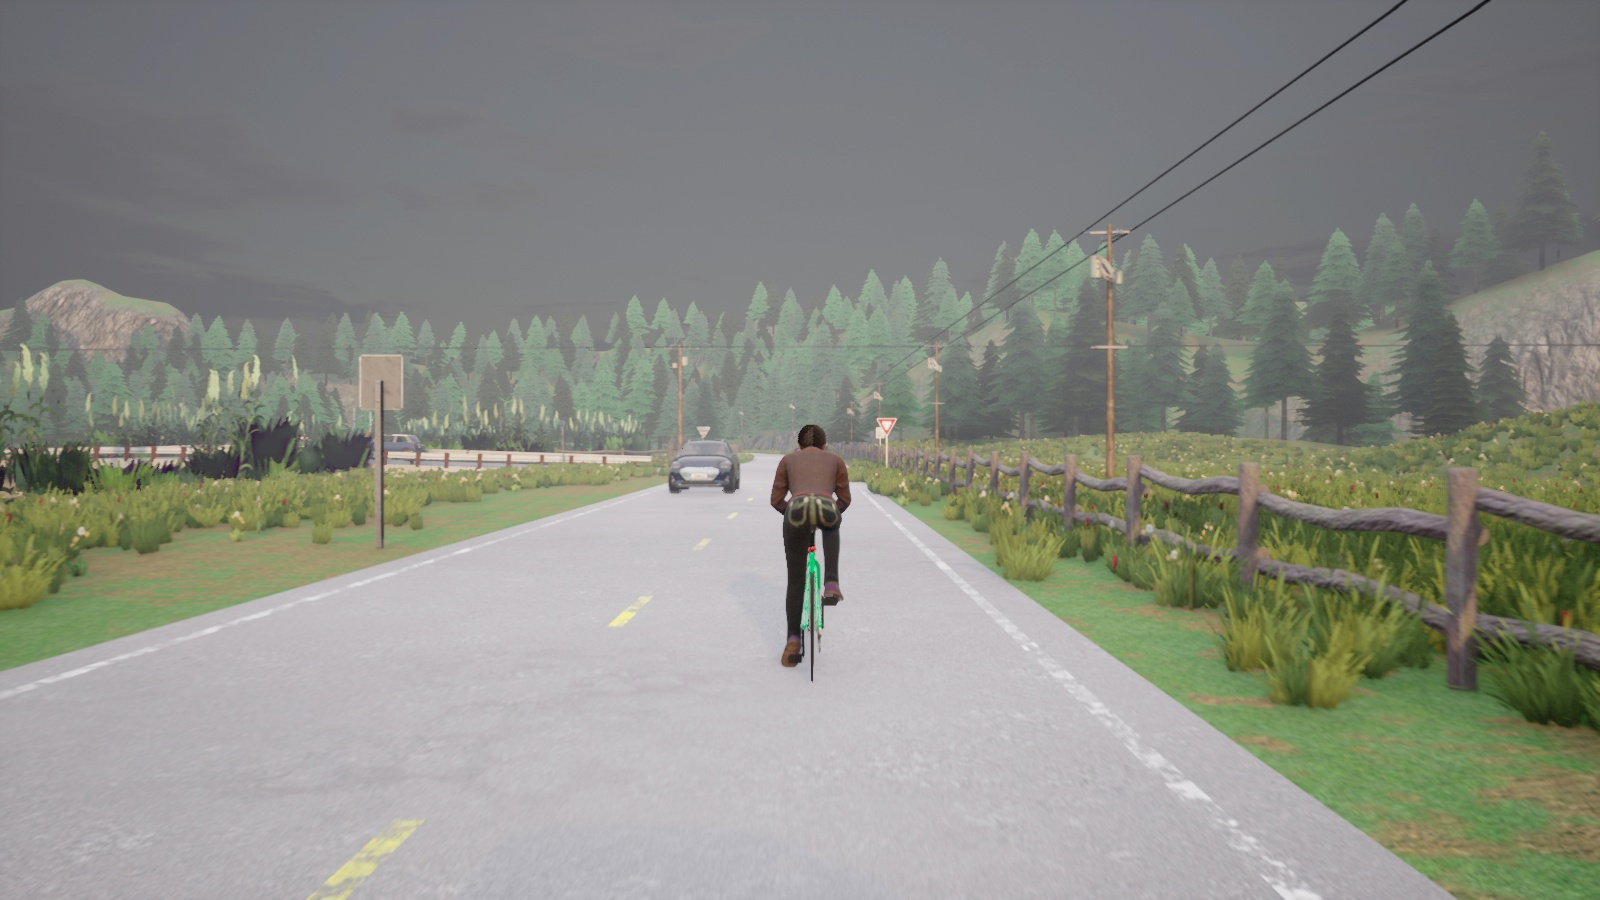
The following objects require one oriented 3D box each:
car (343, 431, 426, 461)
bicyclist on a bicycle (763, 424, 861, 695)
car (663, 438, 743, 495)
[{"bbox_3d":[-22.758,-0.227,68.865,3.806,1.475,1.970,2,0,3],"label":"car"},{"bbox_3d":[0.078,0.653,8.332,0.582,1.620,1.656,0,0,0],"label":"bicyclist on a bicycle"},{"bbox_3d":[-2.892,0.458,38.376,2.033,1.649,4.856,0,0,0],"label":"car"}]
